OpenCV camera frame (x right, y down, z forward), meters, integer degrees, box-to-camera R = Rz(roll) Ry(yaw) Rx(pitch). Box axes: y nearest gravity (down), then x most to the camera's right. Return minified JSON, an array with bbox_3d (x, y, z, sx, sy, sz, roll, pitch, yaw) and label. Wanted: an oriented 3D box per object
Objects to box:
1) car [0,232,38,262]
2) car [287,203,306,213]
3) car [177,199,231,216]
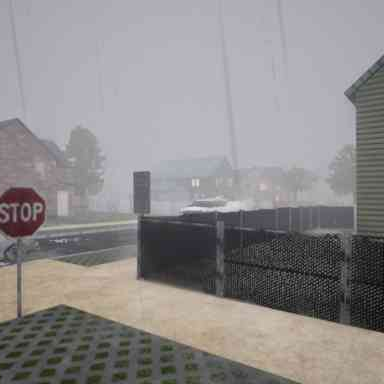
[{"bbox_3d":[-7.378,1.662,10.263,1.895,1.301,4.718,-1,-1,36],"label":"car"},{"bbox_3d":[14.016,2.256,44.735,2.128,1.511,4.902,-1,-2,36],"label":"car"},{"bbox_3d":[1.135,1.587,26.979,2.150,2.045,5.566,0,-1,36],"label":"car"}]
